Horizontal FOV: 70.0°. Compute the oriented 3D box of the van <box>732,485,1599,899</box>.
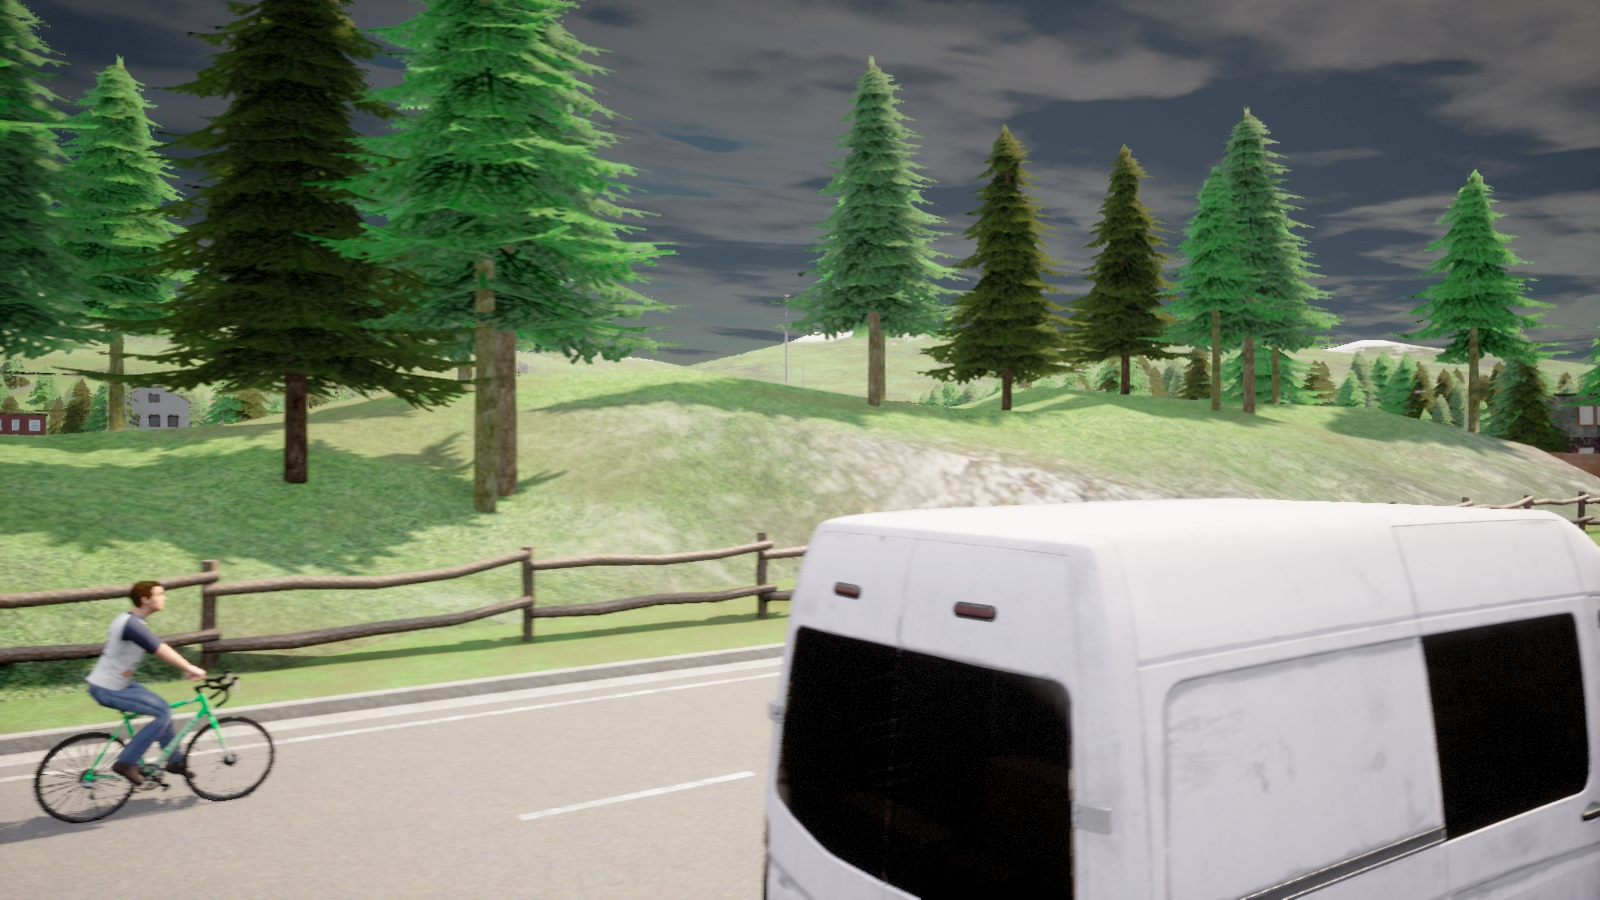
[{"bbox_3d":[2.702,1.536,5.701,5.915,2.561,1.988,0,0,-35],"label":"van"}]

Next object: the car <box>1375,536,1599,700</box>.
[{"bbox_3d":[9.715,2.043,14.969,4.514,1.525,2.007,0,0,-35],"label":"car"}]

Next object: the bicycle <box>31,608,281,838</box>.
[{"bbox_3d":[-4.962,2.057,8.863,1.643,1.496,0.373,1,0,-35],"label":"bicycle"}]
